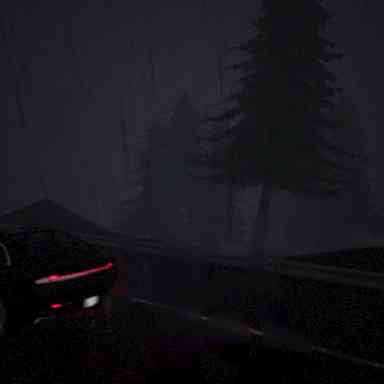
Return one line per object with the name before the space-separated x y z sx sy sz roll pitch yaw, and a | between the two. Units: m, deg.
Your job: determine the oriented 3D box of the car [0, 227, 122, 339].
car | -3.509 1.443 6.501 4.902 1.511 2.128 1 0 36
